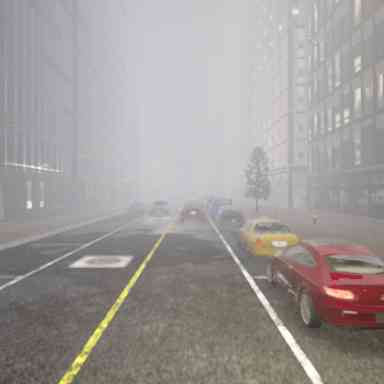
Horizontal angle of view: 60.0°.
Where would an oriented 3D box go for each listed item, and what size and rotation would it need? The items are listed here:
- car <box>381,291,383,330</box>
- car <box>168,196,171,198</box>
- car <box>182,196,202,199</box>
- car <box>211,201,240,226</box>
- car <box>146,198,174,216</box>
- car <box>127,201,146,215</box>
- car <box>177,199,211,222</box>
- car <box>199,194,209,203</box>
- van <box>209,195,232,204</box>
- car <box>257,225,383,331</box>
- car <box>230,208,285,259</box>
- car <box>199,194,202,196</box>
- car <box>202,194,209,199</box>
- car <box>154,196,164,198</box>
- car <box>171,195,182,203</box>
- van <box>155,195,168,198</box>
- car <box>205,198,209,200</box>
[{"bbox_3d":[2.689,1.585,0.994,1.802,1.307,4.206,0,0,0],"label":"car"},{"bbox_3d":[-5.707,1.662,86.455,1.947,1.339,4.313,0,0,0],"label":"car"},{"bbox_3d":[0.091,1.579,42.393,2.163,1.488,4.792,0,0,0],"label":"car"},{"bbox_3d":[2.685,1.604,23.783,2.008,1.369,4.403,0,0,0],"label":"car"},{"bbox_3d":[-3.104,1.592,32.901,1.812,1.442,4.674,0,0,0],"label":"car"},{"bbox_3d":[-5.697,1.650,35.178,1.802,1.307,4.206,0,0,0],"label":"car"},{"bbox_3d":[0.094,1.561,26.765,2.163,1.488,4.792,0,0,0],"label":"car"},{"bbox_3d":[2.676,1.414,75.059,2.192,1.841,5.009,0,0,0],"label":"car"},{"bbox_3d":[2.684,1.403,29.481,1.690,1.788,3.998,0,0,0],"label":"van"},{"bbox_3d":[2.688,1.598,6.691,1.802,1.307,4.206,0,0,0],"label":"car"},{"bbox_3d":[2.686,1.554,12.558,1.752,1.417,4.829,0,0,0],"label":"car"},{"bbox_3d":[2.679,1.405,57.968,2.192,1.841,5.009,0,0,0],"label":"car"},{"bbox_3d":[2.682,1.389,40.876,2.192,1.841,5.009,0,0,0],"label":"car"},{"bbox_3d":[-5.701,1.666,52.268,1.802,1.307,4.206,0,0,0],"label":"car"},{"bbox_3d":[-3.015,1.540,73.490,1.837,1.490,4.892,0,0,0],"label":"car"},{"bbox_3d":[-5.702,1.430,57.967,1.690,1.788,3.998,0,0,0],"label":"van"},{"bbox_3d":[2.683,1.614,35.179,1.887,1.381,4.507,0,0,0],"label":"car"}]
